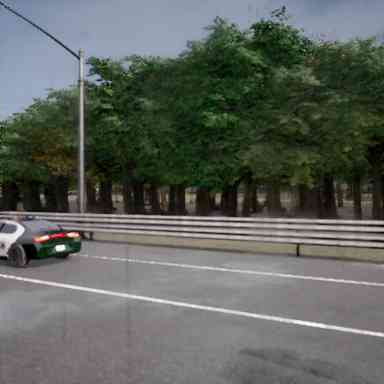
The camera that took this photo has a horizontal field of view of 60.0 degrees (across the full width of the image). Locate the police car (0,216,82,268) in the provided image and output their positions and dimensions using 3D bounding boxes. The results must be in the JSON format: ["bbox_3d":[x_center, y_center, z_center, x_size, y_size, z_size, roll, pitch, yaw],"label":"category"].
[{"bbox_3d":[-6.416,1.672,11.998,4.974,1.542,2.038,-1,-1,28],"label":"police car"}]
